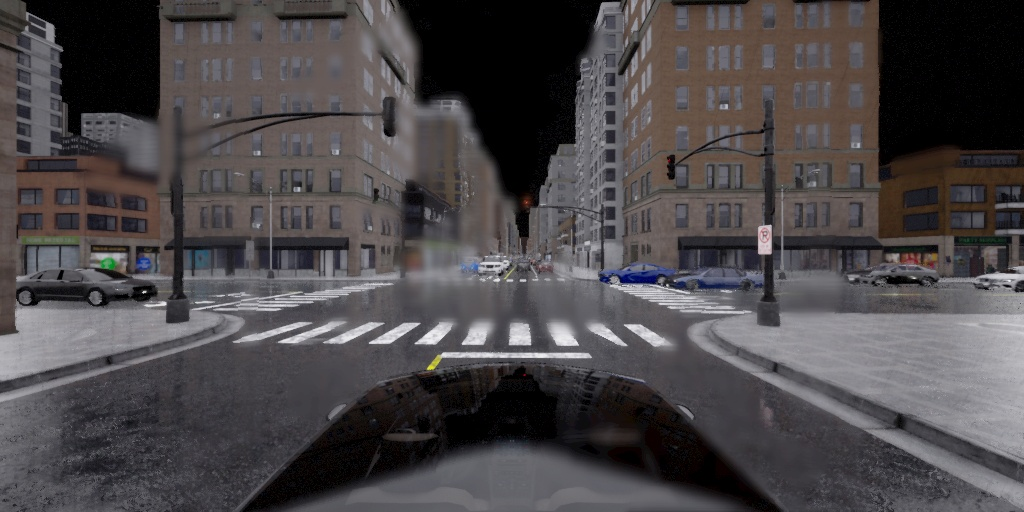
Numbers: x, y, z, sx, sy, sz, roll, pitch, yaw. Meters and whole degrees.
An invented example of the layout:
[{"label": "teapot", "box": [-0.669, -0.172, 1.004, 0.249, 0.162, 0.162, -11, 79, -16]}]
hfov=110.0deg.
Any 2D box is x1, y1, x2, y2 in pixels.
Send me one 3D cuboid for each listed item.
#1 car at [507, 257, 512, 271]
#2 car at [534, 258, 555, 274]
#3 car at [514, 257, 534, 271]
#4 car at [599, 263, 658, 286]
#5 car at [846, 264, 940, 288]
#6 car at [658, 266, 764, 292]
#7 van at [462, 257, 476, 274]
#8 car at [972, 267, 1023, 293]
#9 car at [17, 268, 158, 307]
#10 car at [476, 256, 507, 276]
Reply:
[{"label": "car", "box": [-1.553, 1.002, 50.780, 2.150, 2.045, 5.566, 0, 0, 2]}, {"label": "car", "box": [3.869, 1.209, 40.976, 1.967, 1.591, 4.097, 0, 0, 2]}, {"label": "car", "box": [1.662, 1.272, 51.267, 2.128, 1.511, 4.902, 0, 0, 2]}, {"label": "car", "box": [8.523, 1.234, 24.443, 5.008, 1.535, 1.882, 0, 0, 7]}, {"label": "car", "box": [24.926, 1.269, 23.595, 4.902, 1.511, 2.128, 0, 0, 2]}, {"label": "car", "box": [11.698, 1.308, 20.738, 5.357, 1.411, 2.033, 0, 0, 2]}, {"label": "van", "box": [-4.652, 1.111, 41.272, 1.690, 1.789, 3.998, 0, 0, 2]}, {"label": "car", "box": [29.161, 1.311, 20.216, 4.674, 1.442, 1.812, 0, 0, 2]}, {"label": "car", "box": [-17.625, 1.239, 14.909, 4.892, 1.490, 1.837, 0, 0, 2]}, {"label": "car", "box": [-2.040, 0.987, 37.094, 2.150, 2.045, 5.566, 0, 0, 2]}]
